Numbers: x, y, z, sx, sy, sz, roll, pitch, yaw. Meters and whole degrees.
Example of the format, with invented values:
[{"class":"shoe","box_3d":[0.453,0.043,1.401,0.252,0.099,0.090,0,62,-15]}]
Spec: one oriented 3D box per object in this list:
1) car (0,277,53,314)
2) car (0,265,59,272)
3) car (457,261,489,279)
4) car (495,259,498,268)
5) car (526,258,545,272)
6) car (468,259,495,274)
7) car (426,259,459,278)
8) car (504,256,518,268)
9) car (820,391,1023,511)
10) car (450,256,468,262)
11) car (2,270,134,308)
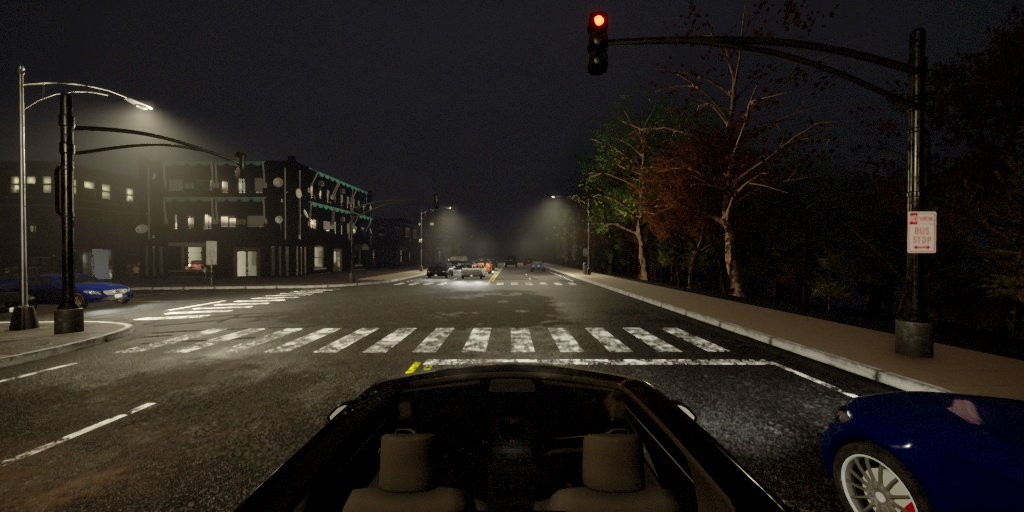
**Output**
[{"class":"car","box_3d":[-19.969,1.565,12.862,4.313,1.339,1.948,0,0,0]},{"class":"car","box_3d":[-26.053,1.361,18.746,4.553,1.767,2.097,-1,1,0]},{"class":"car","box_3d":[-3.405,1.341,32.289,1.895,1.301,4.718,0,0,0]},{"class":"car","box_3d":[-3.432,1.223,51.293,2.128,1.511,4.902,0,0,0]},{"class":"car","box_3d":[3.258,1.281,46.799,2.033,1.411,5.357,0,0,0]},{"class":"car","box_3d":[-3.419,1.088,41.261,2.097,1.767,4.553,0,0,0]},{"class":"car","box_3d":[-6.656,1.287,34.008,2.033,1.411,5.357,0,0,0]},{"class":"car","box_3d":[-0.127,0.948,62.936,2.150,2.045,5.566,0,0,0]},{"class":"car","box_3d":[3.358,1.276,0.895,1.812,1.442,4.674,0,0,1]},{"class":"car","box_3d":[-6.671,0.956,44.376,2.150,2.045,5.566,0,0,0]},{"class":"car","box_3d":[-19.358,1.490,15.561,4.674,1.442,1.812,-1,1,1]}]
